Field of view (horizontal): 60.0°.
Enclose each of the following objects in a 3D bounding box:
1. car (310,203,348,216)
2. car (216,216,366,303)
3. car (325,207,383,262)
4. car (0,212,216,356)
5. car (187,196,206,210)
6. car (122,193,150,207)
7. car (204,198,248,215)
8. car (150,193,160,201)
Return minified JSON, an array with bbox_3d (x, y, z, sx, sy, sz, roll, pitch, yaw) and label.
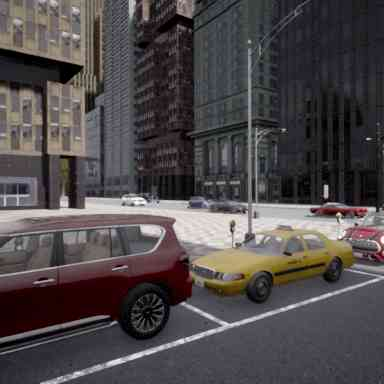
[{"bbox_3d":[12.953,1.647,29.367,1.895,1.301,4.718,0,0,-36],"label":"car"},{"bbox_3d":[2.105,1.524,8.174,4.829,1.417,1.752,0,0,-36],"label":"car"},{"bbox_3d":[6.795,1.439,11.540,4.097,1.590,1.967,0,0,-36],"label":"car"},{"bbox_3d":[-2.309,1.315,5.008,5.009,1.841,2.192,0,0,-36],"label":"car"},{"bbox_3d":[1.322,1.458,45.608,2.097,1.767,4.553,0,0,-36],"label":"car"},{"bbox_3d":[-9.807,1.386,55.700,2.150,2.045,5.566,0,0,-35],"label":"car"},{"bbox_3d":[4.041,1.639,36.222,2.033,1.411,5.357,0,0,-36],"label":"car"},{"bbox_3d":[-7.653,0.988,58.283,2.150,2.045,5.566,0,0,-36],"label":"car"}]
